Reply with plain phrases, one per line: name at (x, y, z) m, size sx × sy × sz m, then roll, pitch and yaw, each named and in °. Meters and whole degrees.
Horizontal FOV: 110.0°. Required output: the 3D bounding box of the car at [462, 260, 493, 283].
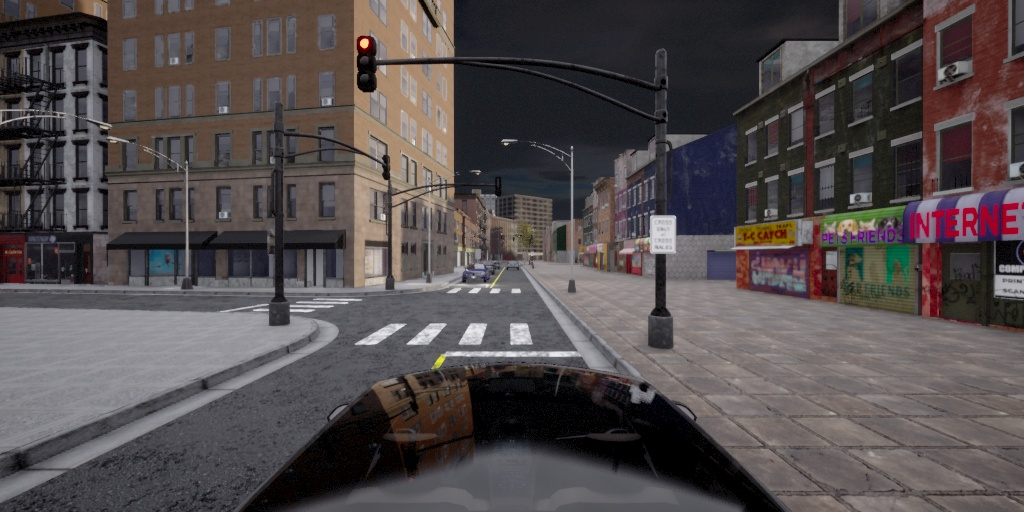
car at (-2.792, 1.279, 28.425) m, size 1.812 × 1.442 × 4.674 m, roll 0°, pitch 0°, yaw 0°

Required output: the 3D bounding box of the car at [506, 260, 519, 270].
car at (0.111, 1.310, 52.760) m, size 2.033 × 1.411 × 5.357 m, roll 0°, pitch 0°, yaw 0°

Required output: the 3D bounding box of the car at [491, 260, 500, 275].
car at (-2.769, 1.247, 38.860) m, size 2.128 × 1.511 × 4.902 m, roll 0°, pitch 0°, yaw 0°

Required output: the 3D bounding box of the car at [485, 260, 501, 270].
car at (-2.724, 1.324, 52.204) m, size 1.994 × 1.385 × 4.181 m, roll 0°, pitch 0°, yaw 0°
